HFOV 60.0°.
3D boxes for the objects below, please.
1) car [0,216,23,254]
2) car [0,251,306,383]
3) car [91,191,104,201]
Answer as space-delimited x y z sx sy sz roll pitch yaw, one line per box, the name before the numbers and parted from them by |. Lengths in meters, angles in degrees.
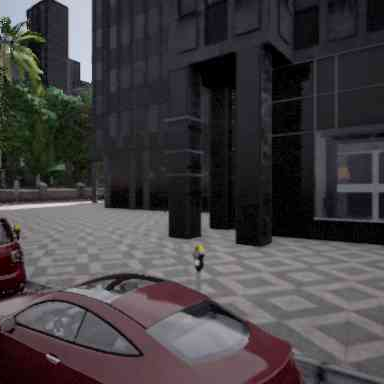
car | -5.416 1.316 6.826 5.009 1.841 2.192 0 0 35
car | -0.948 1.582 3.640 4.206 1.307 1.802 0 0 35
car | -13.745 0.640 53.339 1.882 1.535 5.008 0 1 36
